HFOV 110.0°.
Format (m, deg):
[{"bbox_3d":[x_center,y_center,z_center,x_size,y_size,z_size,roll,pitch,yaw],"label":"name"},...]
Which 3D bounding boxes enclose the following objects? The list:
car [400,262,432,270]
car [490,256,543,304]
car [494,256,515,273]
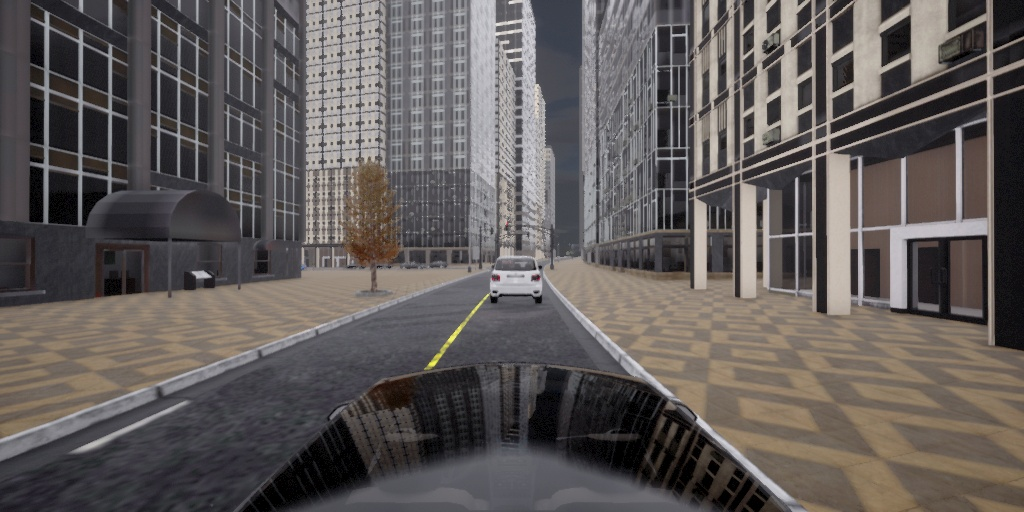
[{"bbox_3d":[-15.422,1.530,56.278,4.403,1.370,2.007,0,0,13],"label":"car"},{"bbox_3d":[0.225,1.004,16.480,2.150,2.045,5.566,0,0,2],"label":"car"},{"bbox_3d":[-0.913,1.048,47.197,2.150,2.045,5.566,0,0,5],"label":"car"}]
